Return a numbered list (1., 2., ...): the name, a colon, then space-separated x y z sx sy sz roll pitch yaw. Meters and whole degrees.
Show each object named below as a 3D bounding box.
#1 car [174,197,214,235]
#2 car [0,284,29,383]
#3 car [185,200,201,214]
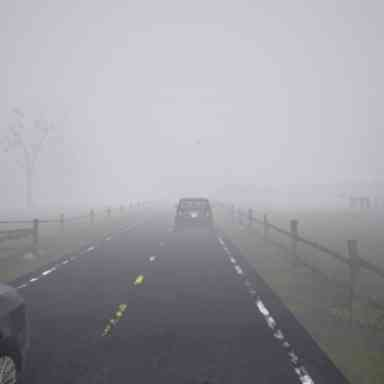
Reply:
1. car: 0.104 1.307 19.578 2.150 2.045 5.566 0 0 0
2. car: -2.751 1.500 1.796 2.128 1.511 4.902 0 0 0
3. car: 0.111 1.699 38.797 1.812 1.442 4.674 0 0 0
